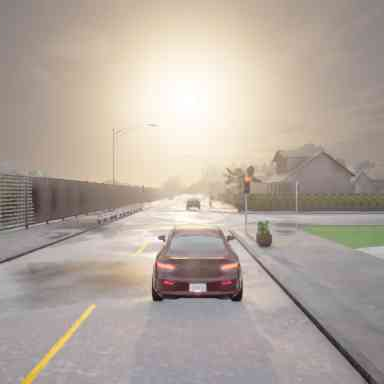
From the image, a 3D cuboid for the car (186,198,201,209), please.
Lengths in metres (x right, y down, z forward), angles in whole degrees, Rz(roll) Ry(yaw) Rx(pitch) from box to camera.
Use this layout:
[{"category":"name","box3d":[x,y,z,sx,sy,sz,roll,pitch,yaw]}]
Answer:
[{"category":"car","box3d":[0.186,1.505,44.115,1.837,1.490,4.892,0,0,0]}]

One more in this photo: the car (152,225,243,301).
[{"category":"car","box3d":[0.109,1.526,8.177,1.812,1.442,4.674,0,0,0]}]
